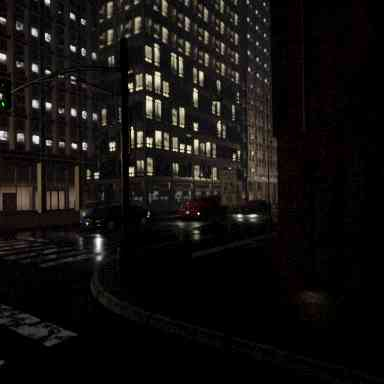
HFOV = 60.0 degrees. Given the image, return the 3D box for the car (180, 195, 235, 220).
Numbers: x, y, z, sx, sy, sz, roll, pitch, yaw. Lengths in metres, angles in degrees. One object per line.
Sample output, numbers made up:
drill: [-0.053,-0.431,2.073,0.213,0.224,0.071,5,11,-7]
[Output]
car: [1.245,1.307,29.123,2.150,2.045,5.566,-1,-1,36]

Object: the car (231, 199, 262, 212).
car: [6.840,1.689,41.379,1.752,1.417,4.829,-2,-1,36]

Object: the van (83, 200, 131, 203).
van: [-5.991,1.460,23.467,1.690,1.788,3.998,-2,-1,36]

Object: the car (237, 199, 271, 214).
car: [7.250,1.584,37.486,1.882,1.535,5.008,-1,-1,36]

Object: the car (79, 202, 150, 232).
car: [-4.645,1.571,20.934,1.837,1.490,4.892,-1,-1,33]
